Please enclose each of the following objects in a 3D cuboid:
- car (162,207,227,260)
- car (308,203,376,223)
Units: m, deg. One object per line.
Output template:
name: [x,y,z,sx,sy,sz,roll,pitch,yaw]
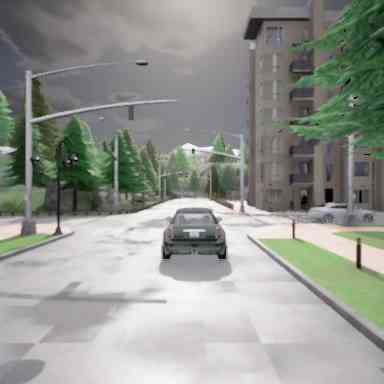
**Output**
car: [0.077,1.350,12.524,2.097,1.767,4.553,0,0,0]
car: [11.128,1.536,24.808,4.674,1.442,1.812,0,0,1]
